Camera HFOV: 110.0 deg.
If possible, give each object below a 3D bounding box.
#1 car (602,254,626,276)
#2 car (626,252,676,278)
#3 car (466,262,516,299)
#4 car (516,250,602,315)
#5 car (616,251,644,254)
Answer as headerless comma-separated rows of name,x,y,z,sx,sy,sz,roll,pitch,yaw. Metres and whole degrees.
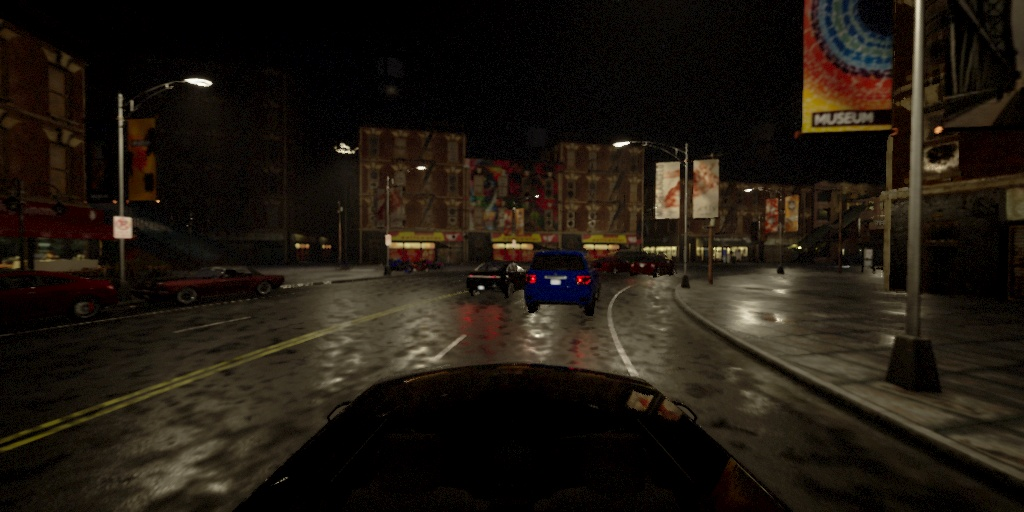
car,8.860,0.834,31.167,5.008,1.535,1.882,-1,1,-45
car,11.373,0.757,28.723,2.097,1.767,4.553,1,1,45
car,-0.437,1.018,16.624,2.128,1.511,4.902,0,1,19
car,1.994,0.815,13.044,2.150,2.045,5.566,0,1,16
car,12.207,0.487,38.415,5.566,2.045,2.150,0,1,-31
